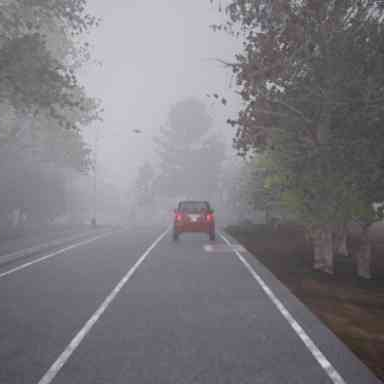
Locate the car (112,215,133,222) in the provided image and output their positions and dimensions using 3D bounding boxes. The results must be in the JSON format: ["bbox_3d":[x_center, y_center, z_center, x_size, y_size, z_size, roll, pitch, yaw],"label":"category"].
[{"bbox_3d":[-14.648,5.713,70.998,1.882,1.535,5.008,-5,-5,44],"label":"car"}]

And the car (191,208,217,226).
[{"bbox_3d":[1.305,2.606,34.531,2.097,1.767,4.553,-1,-5,10],"label":"car"}]

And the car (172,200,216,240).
[{"bbox_3d":[0.113,1.506,18.522,2.150,2.045,5.566,0,-3,0],"label":"car"}]

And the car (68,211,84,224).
[{"bbox_3d":[-18.866,4.147,54.295,2.150,2.045,5.566,1,-5,-14],"label":"car"}]
